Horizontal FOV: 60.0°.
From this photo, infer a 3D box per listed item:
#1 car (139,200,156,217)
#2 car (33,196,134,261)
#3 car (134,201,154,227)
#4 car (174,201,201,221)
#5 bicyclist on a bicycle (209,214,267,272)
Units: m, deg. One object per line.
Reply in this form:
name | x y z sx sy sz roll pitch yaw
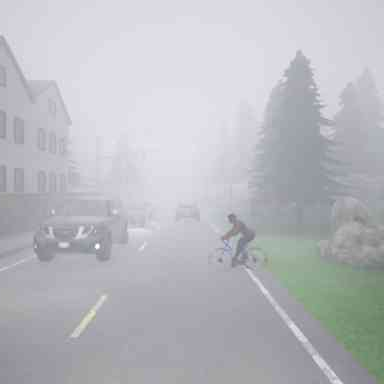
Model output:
car | -3.974 1.450 27.204 1.837 1.490 4.892 0 0 -1
car | -3.803 1.190 12.493 2.150 2.045 5.566 0 0 -1
car | -3.936 1.508 21.997 1.994 1.385 4.181 0 0 -1
car | -0.353 1.425 26.105 2.128 1.511 4.902 0 0 -1
bicyclist on a bicycle | 1.276 1.429 9.297 1.656 1.620 0.582 0 0 -1
